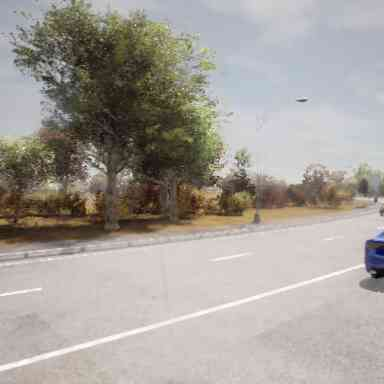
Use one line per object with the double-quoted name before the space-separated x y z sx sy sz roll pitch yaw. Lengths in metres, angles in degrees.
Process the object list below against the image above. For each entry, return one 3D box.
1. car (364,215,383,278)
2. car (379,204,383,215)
"car" 6.538 1.487 9.061 5.008 1.535 1.882 0 0 -40
"car" 19.439 1.548 31.983 1.812 1.442 4.674 0 0 40
